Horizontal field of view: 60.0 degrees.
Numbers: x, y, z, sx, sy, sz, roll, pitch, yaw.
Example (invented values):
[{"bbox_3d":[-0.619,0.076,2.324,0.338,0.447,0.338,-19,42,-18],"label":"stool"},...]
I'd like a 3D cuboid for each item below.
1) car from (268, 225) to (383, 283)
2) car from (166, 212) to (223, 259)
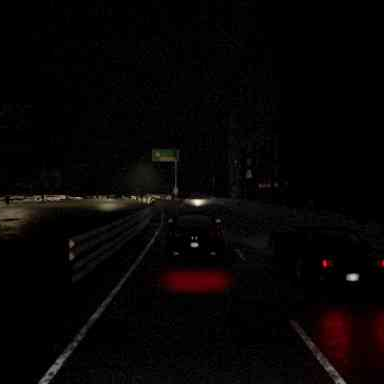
[{"bbox_3d":[3.582,1.608,9.606,1.895,1.301,4.718,0,0,0],"label":"car"},{"bbox_3d":[0.090,1.487,12.747,1.882,1.535,5.008,0,0,0],"label":"car"}]
